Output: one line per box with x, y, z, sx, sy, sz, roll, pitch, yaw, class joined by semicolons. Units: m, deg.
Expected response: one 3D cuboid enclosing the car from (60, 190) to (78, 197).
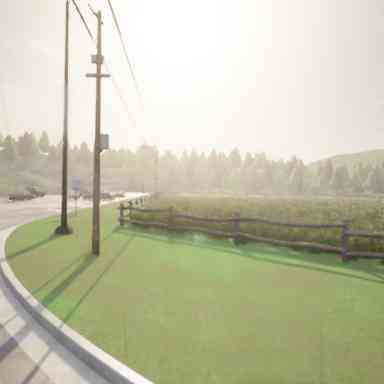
-26.202;0.375;70.910;2.033;1.411;5.357;1;1;-4;car

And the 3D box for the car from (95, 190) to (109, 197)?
-19.213;0.300;71.344;1.837;1.490;4.892;1;1;-4;car

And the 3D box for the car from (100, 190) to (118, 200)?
-14.807;0.677;58.369;1.837;1.490;4.892;1;0;-4;car

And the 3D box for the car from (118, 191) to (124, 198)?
-15.720;0.560;71.498;2.128;1.511;4.902;1;1;-4;car

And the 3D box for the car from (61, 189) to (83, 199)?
-22.097;0.531;61.240;1.812;1.442;4.674;1;1;-4;car

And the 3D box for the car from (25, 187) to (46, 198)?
-29.012;0.092;61.362;2.150;2.045;5.566;1;1;-4;car

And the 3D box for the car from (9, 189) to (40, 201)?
-24.722;0.617;48.636;2.033;1.411;5.357;1;0;-4;car

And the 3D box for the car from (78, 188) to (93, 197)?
-22.701;0.089;71.096;2.097;1.767;4.553;1;1;-4;car

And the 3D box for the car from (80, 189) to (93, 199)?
-18.602;0.673;61.393;1.895;1.301;4.718;1;1;-4;car
